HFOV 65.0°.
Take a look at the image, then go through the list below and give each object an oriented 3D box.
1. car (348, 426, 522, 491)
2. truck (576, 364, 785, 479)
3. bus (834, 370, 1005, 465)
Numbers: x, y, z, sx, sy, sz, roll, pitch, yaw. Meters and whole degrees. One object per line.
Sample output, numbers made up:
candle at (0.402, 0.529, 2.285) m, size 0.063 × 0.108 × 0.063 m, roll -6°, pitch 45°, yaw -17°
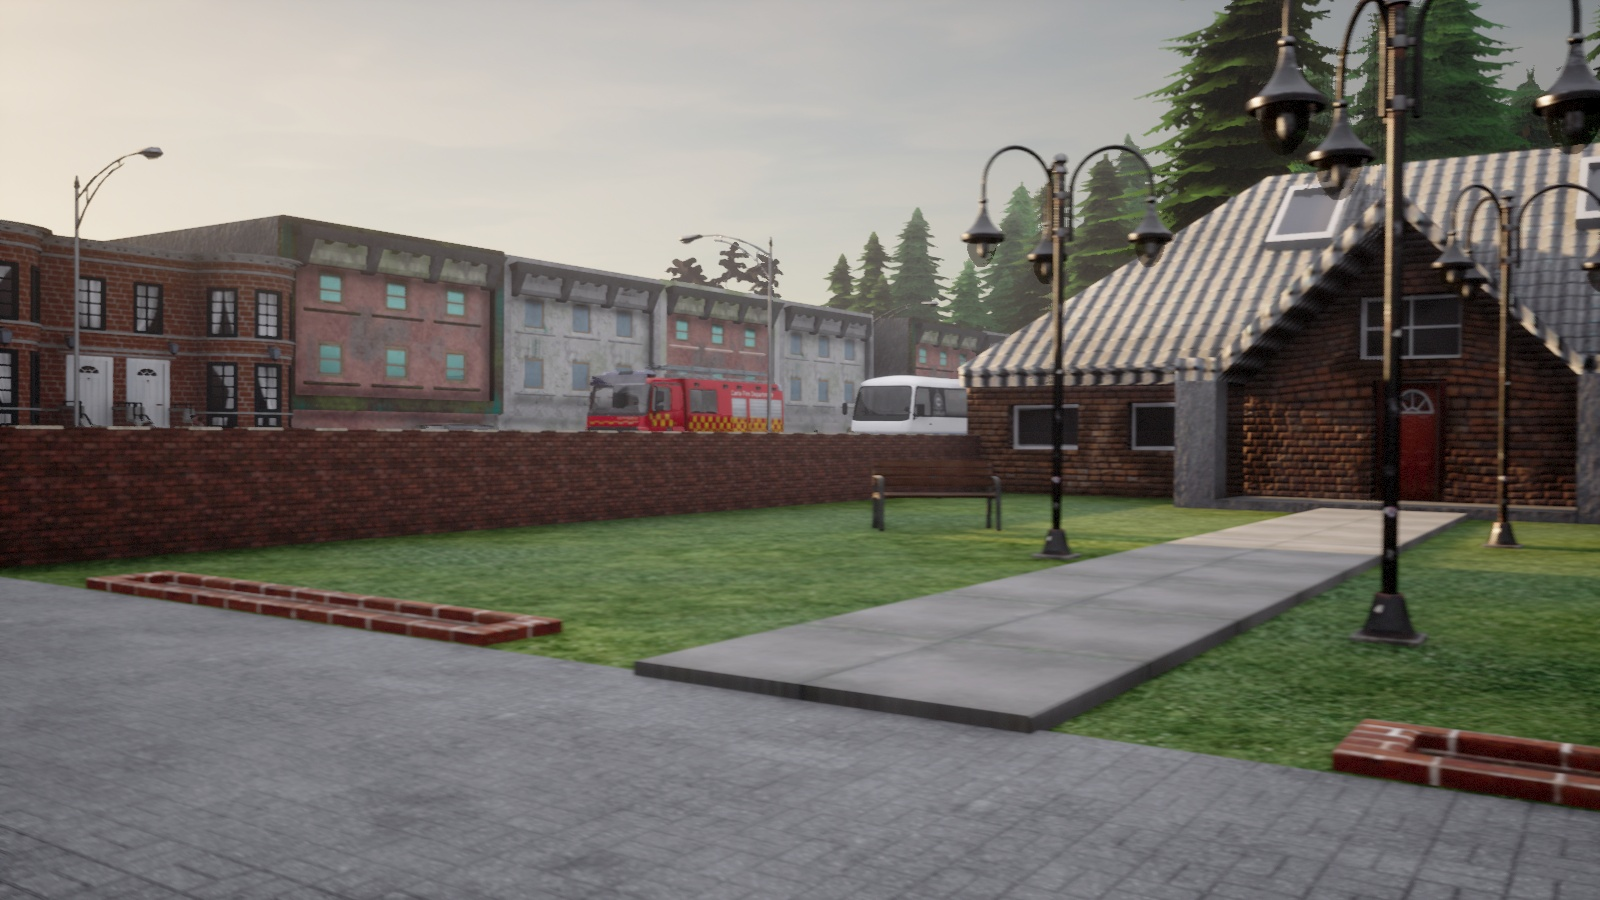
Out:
car at (-10.511, 0.187, 36.471) m, size 2.097 × 1.767 × 4.553 m, roll 0°, pitch 1°, yaw 34°
truck at (-4.160, -1.023, 45.994) m, size 2.891 × 3.827 × 8.468 m, roll 0°, pitch 1°, yaw 34°
bus at (6.043, -1.536, 61.285) m, size 3.944 × 4.253 × 10.273 m, roll 0°, pitch 1°, yaw 33°
